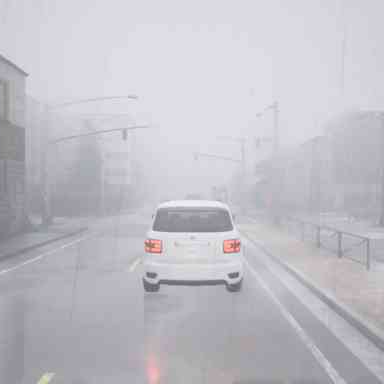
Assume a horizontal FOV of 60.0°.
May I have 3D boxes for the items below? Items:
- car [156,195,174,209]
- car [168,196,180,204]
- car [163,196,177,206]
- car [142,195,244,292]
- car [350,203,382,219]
[{"bbox_3d":[-3.687,1.352,46.563,2.097,1.767,4.553,0,0,0],"label":"car"},{"bbox_3d":[-3.643,1.547,67.582,2.033,1.411,5.357,0,0,0],"label":"car"},{"bbox_3d":[-3.692,1.491,56.944,2.128,1.511,4.902,0,0,0],"label":"car"},{"bbox_3d":[0.036,1.221,9.050,2.150,2.045,5.566,0,0,1],"label":"car"},{"bbox_3d":[16.658,1.740,30.232,4.181,1.385,1.994,0,0,0],"label":"car"}]
